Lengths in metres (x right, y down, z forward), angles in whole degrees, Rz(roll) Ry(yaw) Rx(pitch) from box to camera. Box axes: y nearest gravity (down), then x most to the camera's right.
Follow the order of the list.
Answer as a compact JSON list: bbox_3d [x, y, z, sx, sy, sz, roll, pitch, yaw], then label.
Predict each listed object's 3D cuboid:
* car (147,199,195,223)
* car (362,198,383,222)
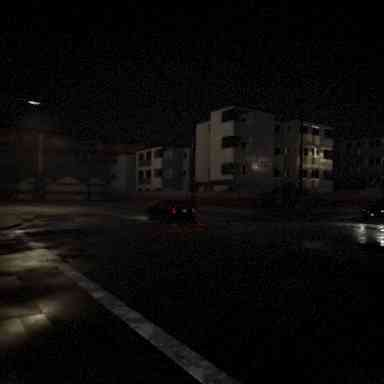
[{"bbox_3d":[-1.683,1.290,25.134,2.097,1.767,4.553,1,1,-33],"label":"car"},{"bbox_3d":[16.986,1.542,28.616,5.566,2.045,2.150,1,0,-33],"label":"car"}]
